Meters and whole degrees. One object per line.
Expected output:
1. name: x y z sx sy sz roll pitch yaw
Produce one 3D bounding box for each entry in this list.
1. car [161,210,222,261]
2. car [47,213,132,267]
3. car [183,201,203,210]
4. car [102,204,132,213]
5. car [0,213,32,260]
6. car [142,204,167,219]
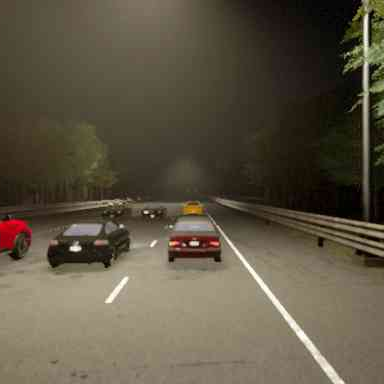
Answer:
1. car: 0.082 1.633 12.632 2.033 1.411 5.357 0 0 0
2. car: -3.421 1.644 11.792 1.994 1.385 4.181 0 0 0
3. car: 0.087 1.692 34.166 1.882 1.535 5.008 0 0 0
4. car: -6.915 1.797 31.067 1.895 1.301 4.718 0 0 0
5. car: -6.942 1.289 9.740 2.150 2.045 5.566 0 0 1
6. car: -3.415 1.797 31.058 1.895 1.301 4.718 0 0 0
